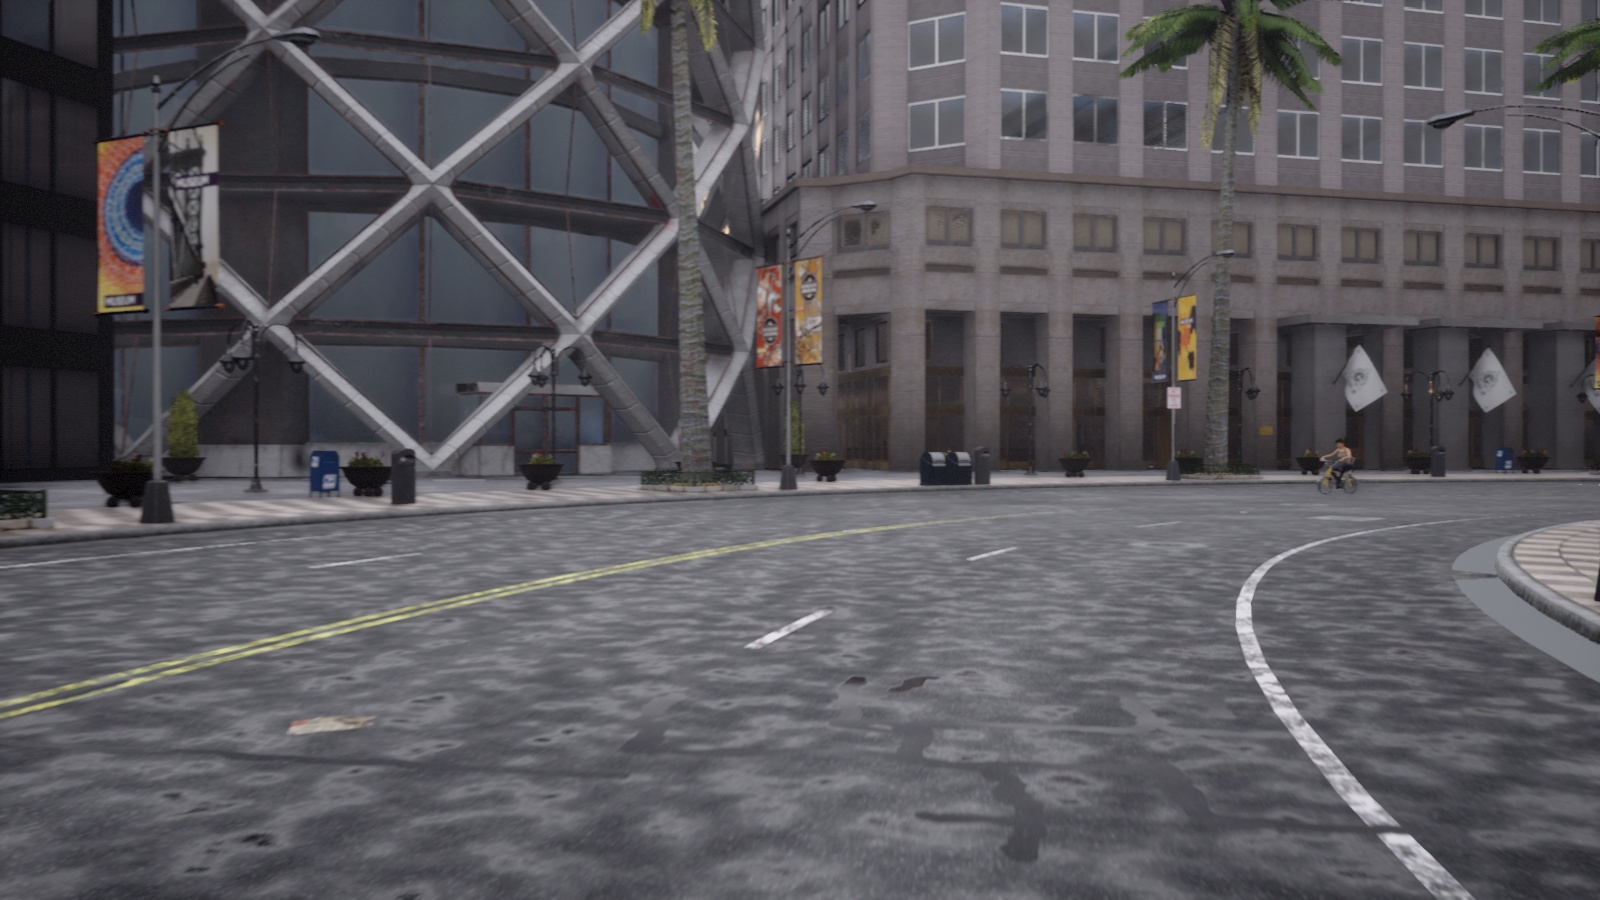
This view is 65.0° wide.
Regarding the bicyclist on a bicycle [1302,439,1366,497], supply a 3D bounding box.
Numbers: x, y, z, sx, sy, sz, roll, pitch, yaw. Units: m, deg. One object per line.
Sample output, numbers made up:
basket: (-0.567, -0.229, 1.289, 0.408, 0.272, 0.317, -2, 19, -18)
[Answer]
bicyclist on a bicycle: (15.273, 0.508, 35.935, 1.509, 1.612, 0.866, 0, 1, -24)
